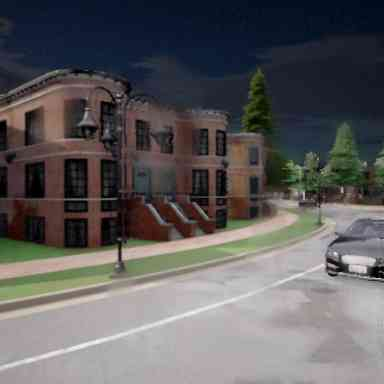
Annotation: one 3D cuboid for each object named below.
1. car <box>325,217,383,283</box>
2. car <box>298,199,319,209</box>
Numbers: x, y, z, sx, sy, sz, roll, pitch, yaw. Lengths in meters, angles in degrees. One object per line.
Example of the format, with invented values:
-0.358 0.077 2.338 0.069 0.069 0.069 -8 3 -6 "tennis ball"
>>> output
5.407 1.513 9.549 2.128 1.511 4.902 0 0 40 "car"
17.449 1.762 49.506 1.895 1.301 4.718 0 0 0 "car"
